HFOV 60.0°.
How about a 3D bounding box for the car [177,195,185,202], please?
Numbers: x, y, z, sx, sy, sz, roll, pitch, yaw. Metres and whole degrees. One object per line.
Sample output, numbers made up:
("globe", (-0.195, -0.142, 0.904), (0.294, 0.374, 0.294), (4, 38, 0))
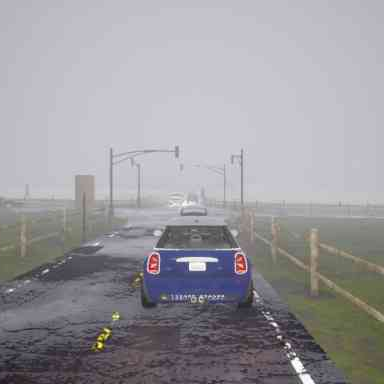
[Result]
("car", (-2.700, 1.549, 80.242), (1.812, 1.442, 4.674), (0, 0, 0))

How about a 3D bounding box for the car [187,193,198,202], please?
("car", (0.104, 1.240, 66.935), (2.150, 2.045, 5.566), (0, 0, 0))

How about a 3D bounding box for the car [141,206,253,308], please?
("car", (0.096, 1.353, 8.068), (2.097, 1.767, 4.553), (0, 0, 0))

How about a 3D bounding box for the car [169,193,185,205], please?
("car", (-2.838, 1.237, 59.878), (2.150, 2.045, 5.566), (0, 0, 0))

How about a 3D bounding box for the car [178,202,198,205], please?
("car", (0.091, 1.507, 17.234), (1.837, 1.490, 4.892), (0, 0, 0))

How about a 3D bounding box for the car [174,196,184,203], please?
("car", (-2.733, 1.615, 69.899), (1.895, 1.301, 4.718), (0, 0, 0))

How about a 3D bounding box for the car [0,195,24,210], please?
("car", (-21.053, 1.112, 36.349), (5.008, 1.535, 1.882), (1, 0, 0))
